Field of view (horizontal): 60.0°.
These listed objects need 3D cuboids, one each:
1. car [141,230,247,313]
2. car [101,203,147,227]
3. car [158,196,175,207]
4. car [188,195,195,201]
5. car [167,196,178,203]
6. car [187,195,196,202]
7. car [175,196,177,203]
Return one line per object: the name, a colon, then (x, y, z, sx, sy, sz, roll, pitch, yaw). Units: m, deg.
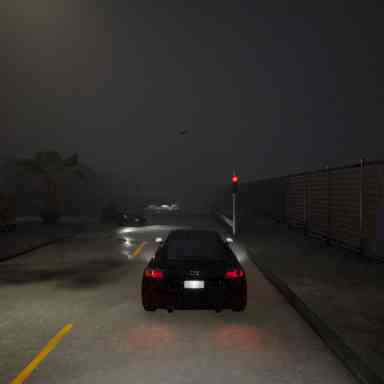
car: (0.049, 1.564, 7.746, 1.994, 1.385, 4.181, 0, 0, 0)
car: (-4.828, 1.526, 23.030, 1.812, 1.442, 4.674, 2, -1, -36)
car: (-4.189, 1.478, 51.780, 1.882, 1.535, 5.008, 0, 0, 0)
car: (-0.162, 1.524, 85.717, 1.812, 1.442, 4.674, 0, 0, 0)
car: (-4.134, 1.540, 71.354, 2.033, 1.411, 5.357, 0, 0, 0)
car: (-0.141, 1.524, 75.476, 1.812, 1.442, 4.674, 0, 0, 0)
car: (-4.179, 1.491, 61.045, 2.128, 1.511, 4.902, 0, 0, 0)
